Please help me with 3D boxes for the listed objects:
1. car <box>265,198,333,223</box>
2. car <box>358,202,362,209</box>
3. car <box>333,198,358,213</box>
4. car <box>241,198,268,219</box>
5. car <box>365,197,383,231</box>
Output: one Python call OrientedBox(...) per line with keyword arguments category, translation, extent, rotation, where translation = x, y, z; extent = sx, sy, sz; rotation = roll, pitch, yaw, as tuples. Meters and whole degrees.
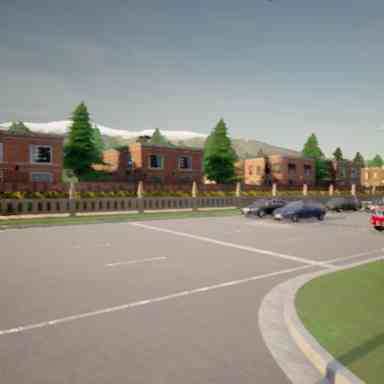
OrientedBox(category="car", translation=(7.664, 1.325, 23.631), extent=(4.674, 1.442, 1.812), rotation=(0, 1, -36))
OrientedBox(category="car", translation=(18.053, 1.239, 31.048), extent=(4.902, 1.511, 2.128), rotation=(0, 1, -35))
OrientedBox(category="car", translation=(14.730, 1.273, 32.972), extent=(5.357, 1.411, 2.033), rotation=(0, 1, -35))
OrientedBox(category="car", translation=(6.060, 1.260, 26.786), extent=(4.902, 1.511, 2.128), rotation=(0, 1, -35))
OrientedBox(category="car", translation=(12.046, 1.075, 18.158), extent=(5.566, 2.045, 2.150), rotation=(0, 1, -36))
